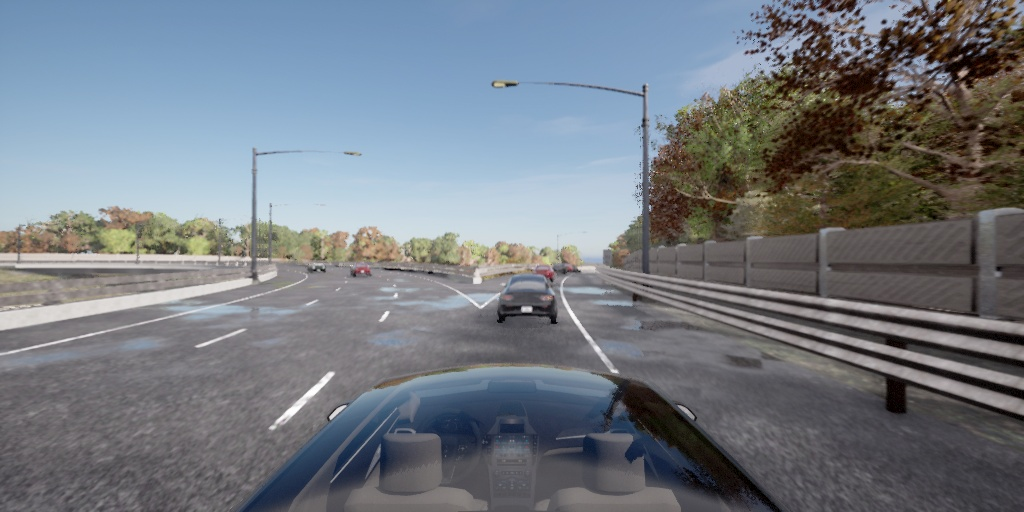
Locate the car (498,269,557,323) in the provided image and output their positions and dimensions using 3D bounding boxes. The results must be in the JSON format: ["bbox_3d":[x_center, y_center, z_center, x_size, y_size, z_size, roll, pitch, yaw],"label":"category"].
[{"bbox_3d":[0.564,1.356,12.438,1.812,1.442,4.674,0,0,4],"label":"car"}]

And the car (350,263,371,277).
[{"bbox_3d":[-17.035,1.520,40.315,1.812,1.442,4.674,0,-1,-28],"label":"car"}]

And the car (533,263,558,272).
[{"bbox_3d":[2.821,1.506,31.932,1.812,1.442,4.674,0,0,10],"label":"car"}]

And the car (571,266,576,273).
[{"bbox_3d":[9.339,2.088,60.756,1.812,1.442,4.674,0,-3,13],"label":"car"}]

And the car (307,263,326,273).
[{"bbox_3d":[-27.282,1.642,49.939,1.895,1.301,4.718,0,-1,-36],"label":"car"}]

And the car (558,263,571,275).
[{"bbox_3d":[6.107,1.609,46.564,2.128,1.511,4.902,0,-1,13],"label":"car"}]
